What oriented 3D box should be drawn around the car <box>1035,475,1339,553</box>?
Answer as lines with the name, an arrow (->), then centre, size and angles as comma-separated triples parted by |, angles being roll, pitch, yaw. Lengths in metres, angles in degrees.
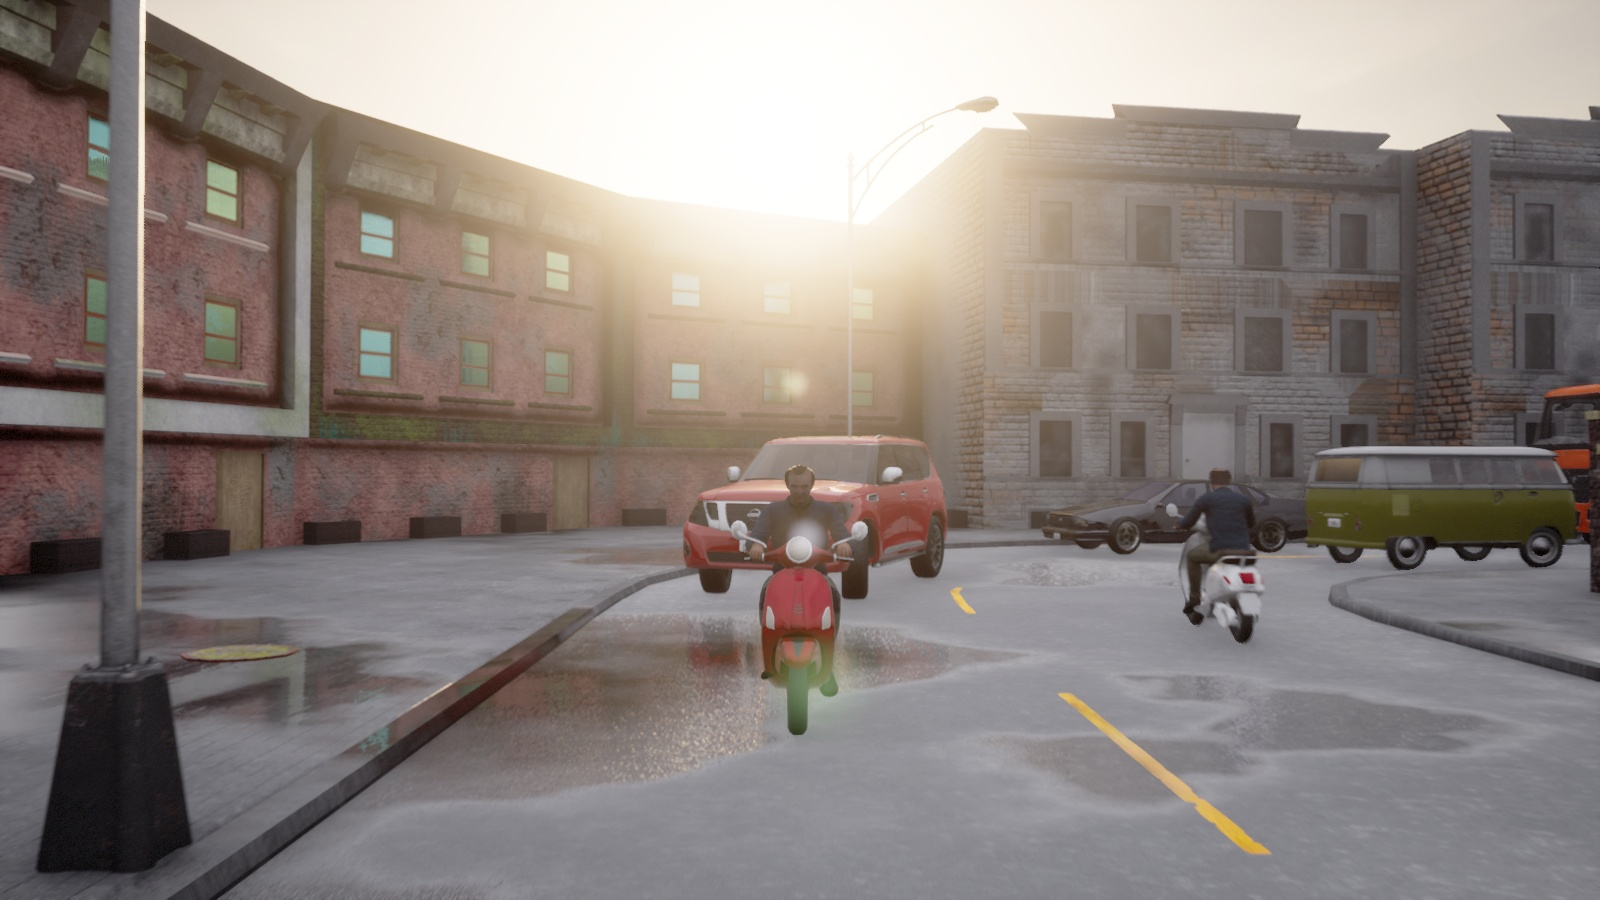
car -> 7.523, 1.205, 24.576 | 5.357, 1.411, 2.033 | 0, -1, -11

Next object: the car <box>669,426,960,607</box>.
car -> 0.451, 0.792, 17.172 | 2.150, 2.045, 5.566 | -1, -1, 21

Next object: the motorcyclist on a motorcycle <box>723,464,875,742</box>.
motorcyclist on a motorcycle -> 0.002, 0.890, 8.134 | 0.866, 1.590, 1.817 | 0, 0, 0

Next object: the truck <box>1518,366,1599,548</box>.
truck -> 19.172, 0.136, 25.127 | 7.936, 3.462, 2.891 | 0, -1, 0

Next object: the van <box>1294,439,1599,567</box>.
van -> 10.747, 0.840, 20.906 | 4.442, 1.987, 1.775 | 0, -1, -13

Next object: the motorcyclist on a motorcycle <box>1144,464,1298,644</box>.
motorcyclist on a motorcycle -> 3.976, 0.933, 12.027 | 0.866, 1.590, 1.817 | 0, -1, 0
